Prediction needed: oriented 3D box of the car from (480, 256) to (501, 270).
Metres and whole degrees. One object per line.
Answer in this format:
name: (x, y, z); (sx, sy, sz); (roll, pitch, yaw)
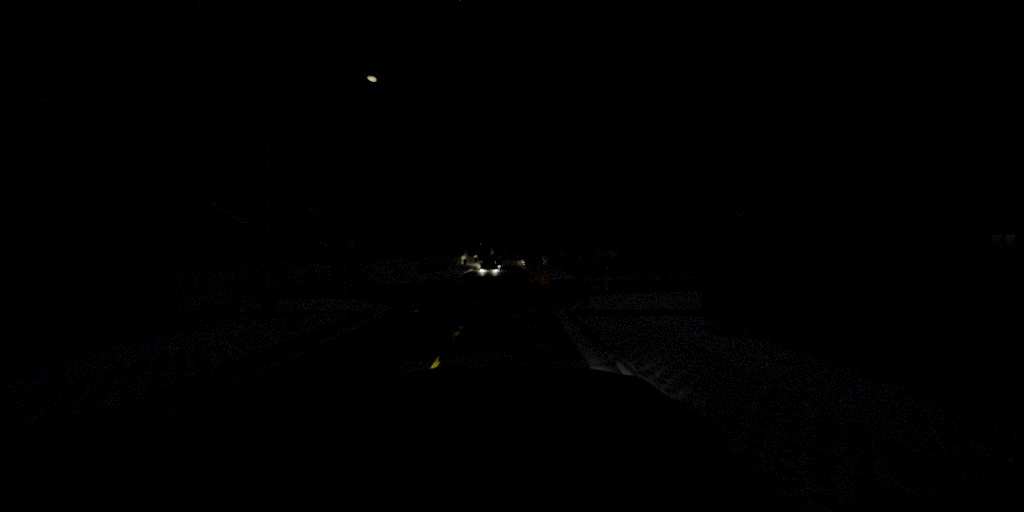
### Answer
car: (-2.827, 0.742, 44.884); (2.097, 1.767, 4.553); (0, 0, 0)

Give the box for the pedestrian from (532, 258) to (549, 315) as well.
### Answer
pedestrian: (0.917, 0.962, 11.594); (0.375, 1.860, 0.375); (0, 1, 0)

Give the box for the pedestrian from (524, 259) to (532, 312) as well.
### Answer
pedestrian: (0.676, 0.953, 12.793); (0.375, 1.860, 0.375); (0, 1, 0)

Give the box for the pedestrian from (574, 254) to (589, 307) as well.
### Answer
pedestrian: (2.423, 0.805, 12.190); (0.375, 1.860, 0.375); (0, 1, 0)
